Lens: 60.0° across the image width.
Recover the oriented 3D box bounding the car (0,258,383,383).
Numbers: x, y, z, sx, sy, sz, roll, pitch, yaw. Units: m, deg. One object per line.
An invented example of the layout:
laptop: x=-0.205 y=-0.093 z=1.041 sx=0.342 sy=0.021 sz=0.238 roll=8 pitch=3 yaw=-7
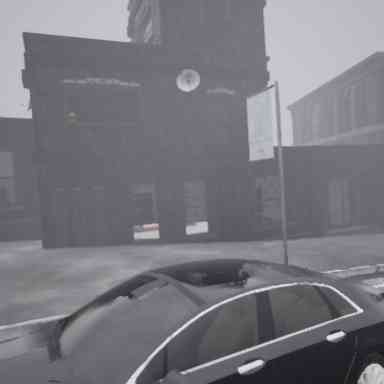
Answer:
car: x=0.056 y=1.520 z=3.260 sx=4.892 sy=1.490 sz=1.837 roll=0 pitch=-1 yaw=-30
